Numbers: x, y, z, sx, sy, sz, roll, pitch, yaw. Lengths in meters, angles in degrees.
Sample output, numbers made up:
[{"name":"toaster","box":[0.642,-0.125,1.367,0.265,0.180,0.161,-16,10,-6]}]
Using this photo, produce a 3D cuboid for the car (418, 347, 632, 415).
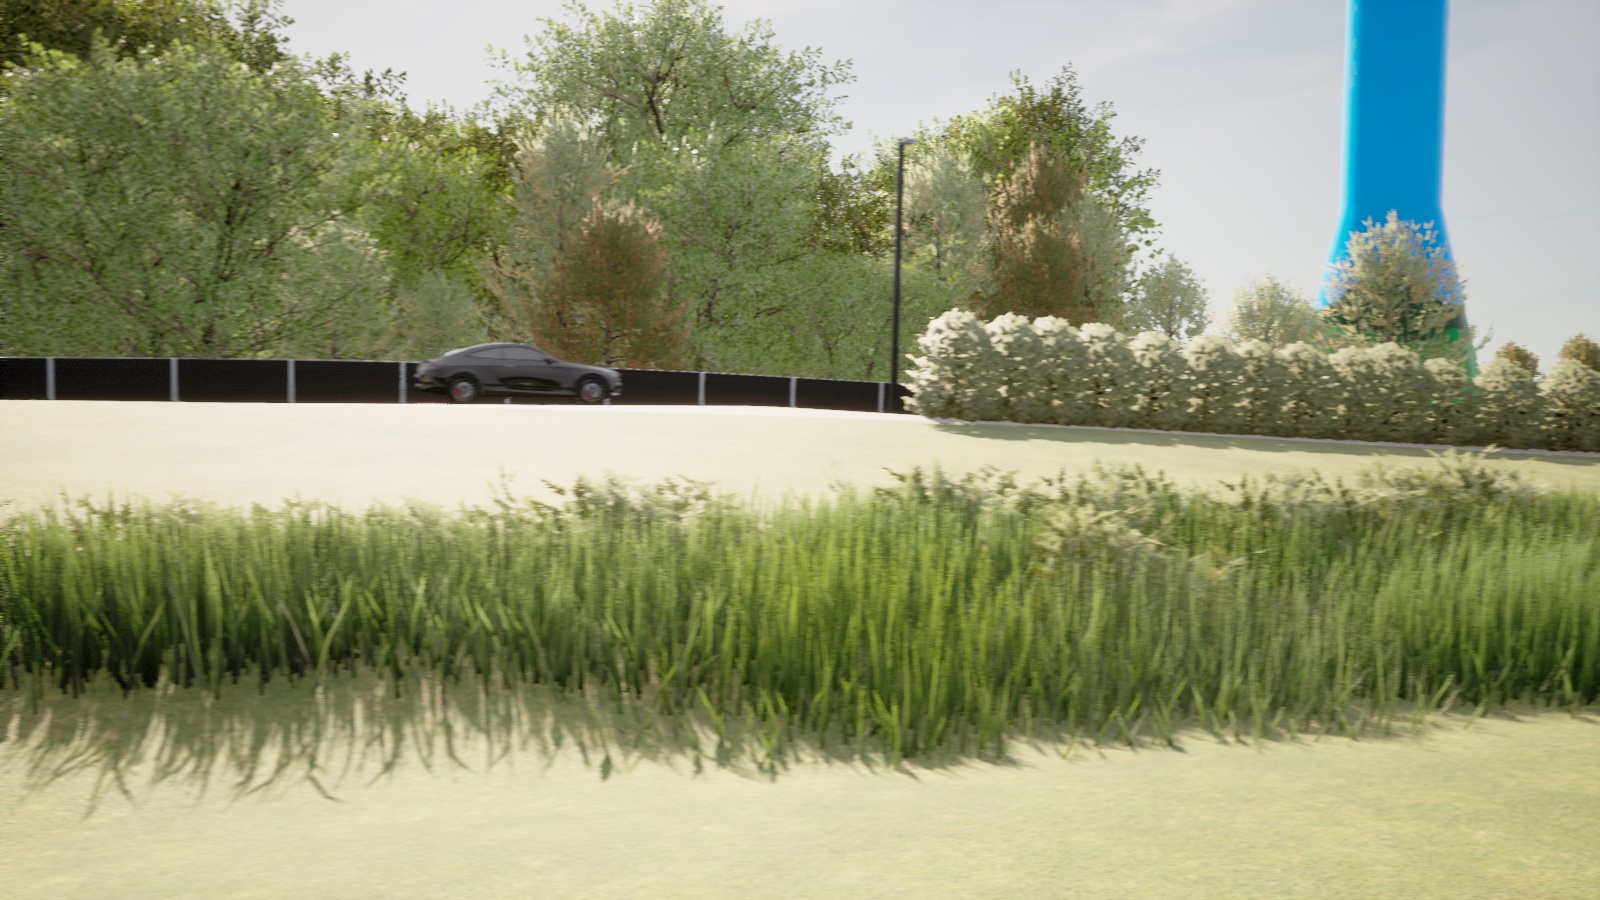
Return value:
[{"name":"car","box":[-6.378,-1.593,29.099,4.674,1.442,1.812,-2,1,-16]}]
